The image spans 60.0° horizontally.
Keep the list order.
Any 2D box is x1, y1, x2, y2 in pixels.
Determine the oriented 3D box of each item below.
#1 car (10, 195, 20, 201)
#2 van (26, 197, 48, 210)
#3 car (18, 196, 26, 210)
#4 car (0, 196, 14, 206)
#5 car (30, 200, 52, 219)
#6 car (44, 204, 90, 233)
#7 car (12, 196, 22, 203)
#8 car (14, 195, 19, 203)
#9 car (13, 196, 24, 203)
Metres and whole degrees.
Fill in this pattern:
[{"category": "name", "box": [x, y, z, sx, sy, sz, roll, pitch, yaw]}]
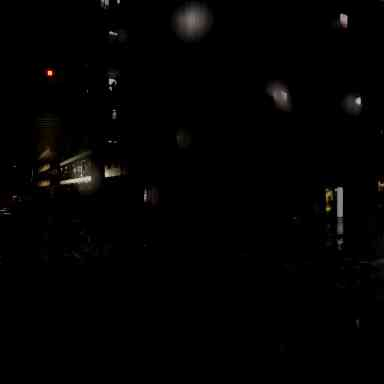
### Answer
[{"category": "car", "box": [-43.854, 1.536, 82.218, 2.008, 1.369, 4.403, 1, 0, -30]}, {"category": "van", "box": [-15.790, 1.374, 34.312, 1.690, 1.788, 3.998, 1, 0, -30]}, {"category": "car", "box": [-21.403, 1.467, 43.893, 1.967, 1.590, 4.097, 1, 0, -30]}, {"category": "car", "box": [-29.707, 1.468, 52.988, 1.882, 1.535, 5.008, 1, 0, -30]}, {"category": "car", "box": [-12.987, 1.619, 29.520, 1.802, 1.307, 4.206, 1, 0, -30]}, {"category": "car", "box": [-7.374, 1.608, 19.939, 1.947, 1.339, 4.313, 1, 0, -30]}, {"category": "car", "box": [-38.242, 1.542, 72.637, 1.887, 1.381, 4.507, 1, 0, -30]}, {"category": "car", "box": [-27.017, 1.569, 53.474, 2.008, 1.369, 4.403, 1, 0, -30]}, {"category": "car", "box": [-35.436, 1.548, 67.846, 1.887, 1.381, 4.507, 1, 0, -30]}]
